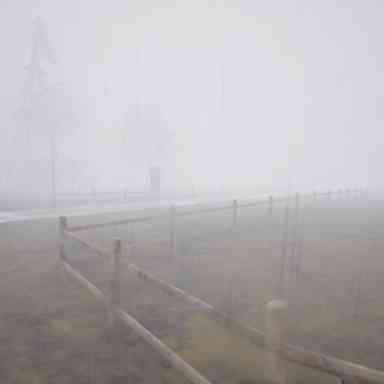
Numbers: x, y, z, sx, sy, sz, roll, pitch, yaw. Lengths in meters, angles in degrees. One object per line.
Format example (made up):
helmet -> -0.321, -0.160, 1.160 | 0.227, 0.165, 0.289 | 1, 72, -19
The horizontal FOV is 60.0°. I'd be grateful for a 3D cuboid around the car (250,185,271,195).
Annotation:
car -> 10.789, -0.378, 52.153 | 1.882, 1.535, 5.008 | 1, 2, 35
